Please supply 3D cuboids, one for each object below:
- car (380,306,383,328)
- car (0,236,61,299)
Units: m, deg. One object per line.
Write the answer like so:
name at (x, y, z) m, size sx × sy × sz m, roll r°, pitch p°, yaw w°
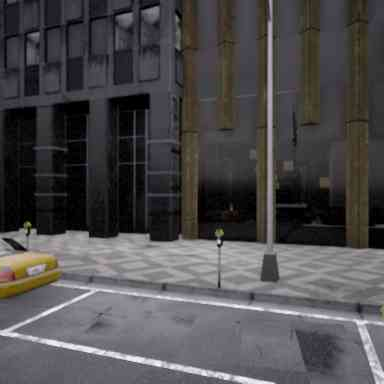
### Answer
car at (4.916, 1.524, 3.732) m, size 4.829 × 1.417 × 1.752 m, roll 0°, pitch 0°, yaw 20°
car at (-5.294, 1.521, 7.479) m, size 4.829 × 1.417 × 1.752 m, roll 0°, pitch 0°, yaw 20°
